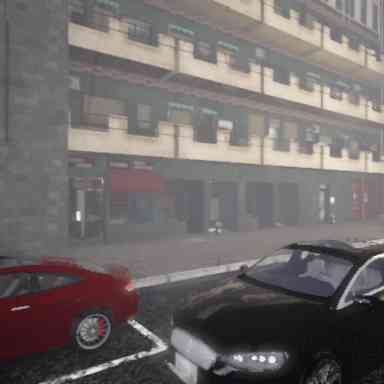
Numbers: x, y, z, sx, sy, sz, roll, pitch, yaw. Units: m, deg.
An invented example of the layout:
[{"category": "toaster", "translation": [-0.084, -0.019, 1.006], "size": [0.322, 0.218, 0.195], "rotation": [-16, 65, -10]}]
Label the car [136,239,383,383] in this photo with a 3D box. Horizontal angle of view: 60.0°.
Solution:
[{"category": "car", "translation": [1.935, 1.504, 4.757], "size": [4.902, 1.511, 2.128], "rotation": [0, 0, -35]}]

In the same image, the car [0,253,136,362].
[{"category": "car", "translation": [-2.766, 1.583, 4.586], "size": [4.206, 1.307, 1.802], "rotation": [0, 0, -35]}]
